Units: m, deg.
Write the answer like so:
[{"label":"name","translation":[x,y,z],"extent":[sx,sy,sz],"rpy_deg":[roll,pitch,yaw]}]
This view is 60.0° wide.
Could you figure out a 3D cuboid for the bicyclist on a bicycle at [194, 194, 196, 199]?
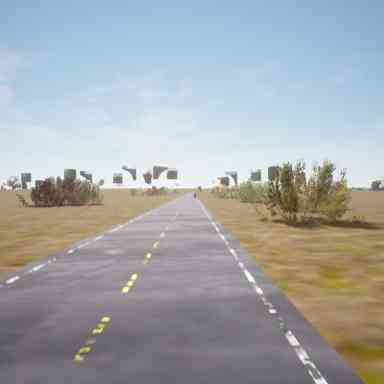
[{"label":"bicyclist on a bicycle","translation":[0.850,1.303,90.410],"extent":[0.659,1.776,1.843],"rpy_deg":[2,1,0]}]
